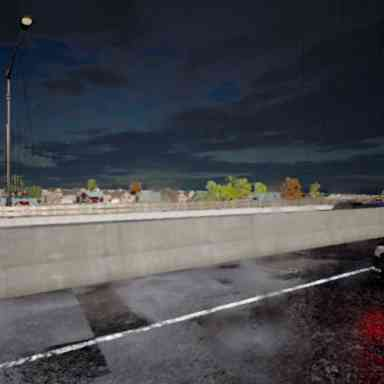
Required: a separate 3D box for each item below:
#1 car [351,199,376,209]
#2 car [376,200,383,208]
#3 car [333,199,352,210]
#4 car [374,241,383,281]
[{"bbox_3d":[19.214,1.504,34.433,5.357,1.411,2.033,0,0,-34],"label":"car"},{"bbox_3d":[19.629,1.178,30.474,5.566,2.045,2.150,0,0,-34],"label":"car"},{"bbox_3d":[17.866,1.520,37.738,4.181,1.385,1.994,0,0,-34],"label":"car"},{"bbox_3d":[6.464,1.473,8.312,4.902,1.511,2.128,0,0,-35],"label":"car"}]
